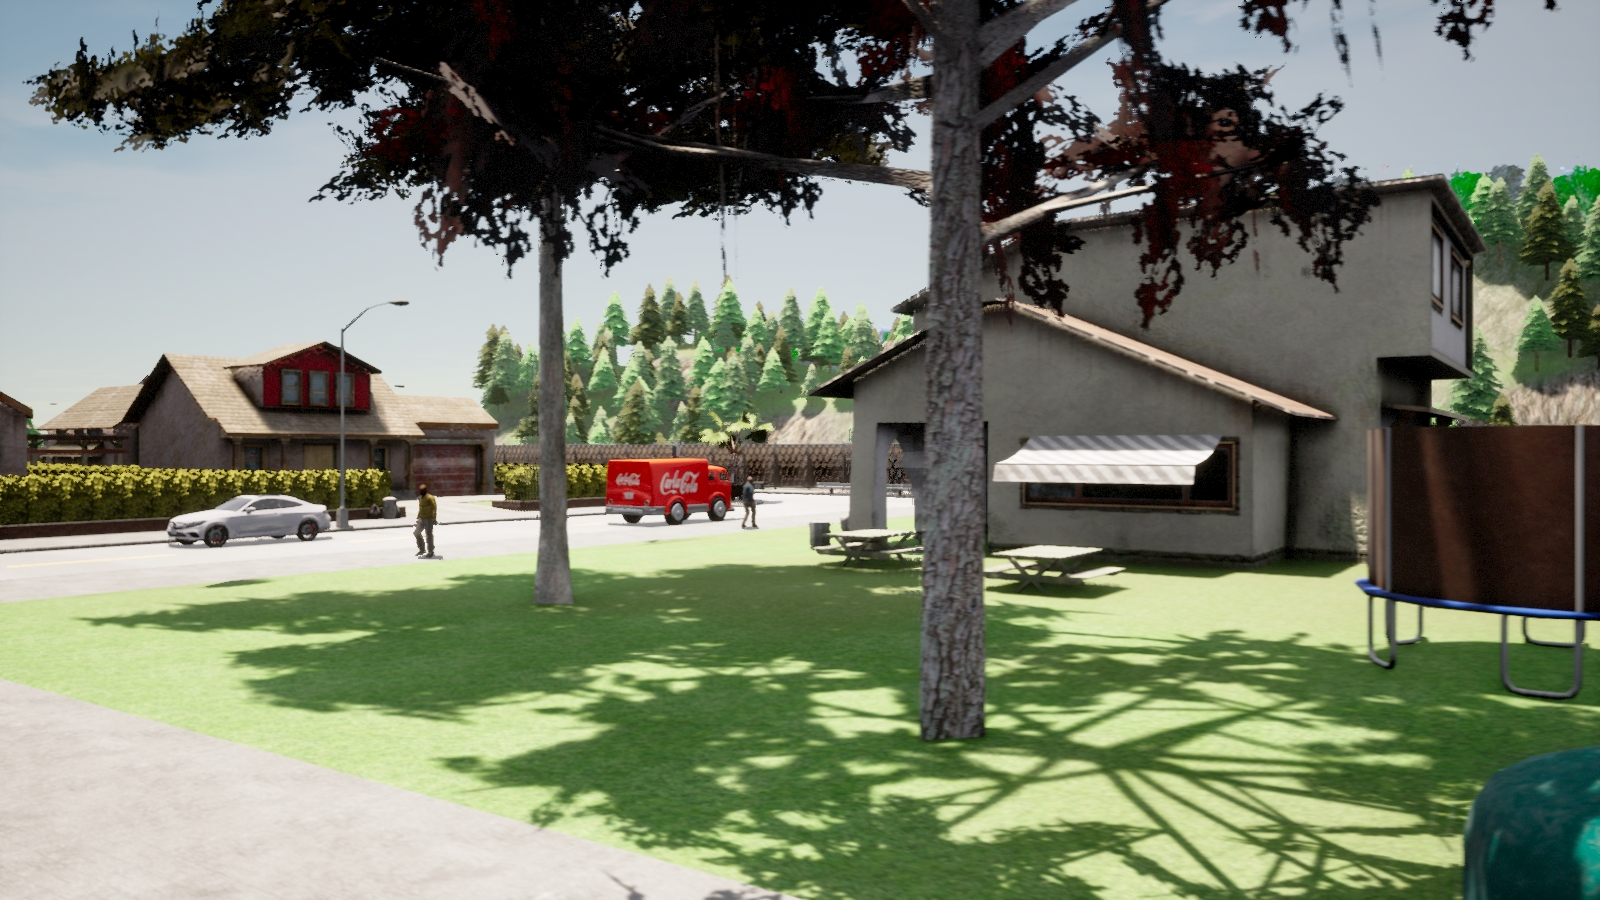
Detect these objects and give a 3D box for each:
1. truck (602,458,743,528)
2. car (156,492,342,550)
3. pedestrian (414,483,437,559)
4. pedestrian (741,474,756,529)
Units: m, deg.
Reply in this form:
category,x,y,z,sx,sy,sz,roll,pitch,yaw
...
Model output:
category,x,y,z,sx,sy,sz,roll,pitch,yaw
truck,-4.827,1.568,43.995,2.627,2.467,5.204,0,0,35
car,-16.539,2.082,34.510,2.002,1.442,4.674,0,0,35
pedestrian,-9.246,1.743,28.217,0.375,1.860,0.375,0,0,35
pedestrian,-1.757,1.744,38.942,0.375,1.860,0.375,0,0,41
